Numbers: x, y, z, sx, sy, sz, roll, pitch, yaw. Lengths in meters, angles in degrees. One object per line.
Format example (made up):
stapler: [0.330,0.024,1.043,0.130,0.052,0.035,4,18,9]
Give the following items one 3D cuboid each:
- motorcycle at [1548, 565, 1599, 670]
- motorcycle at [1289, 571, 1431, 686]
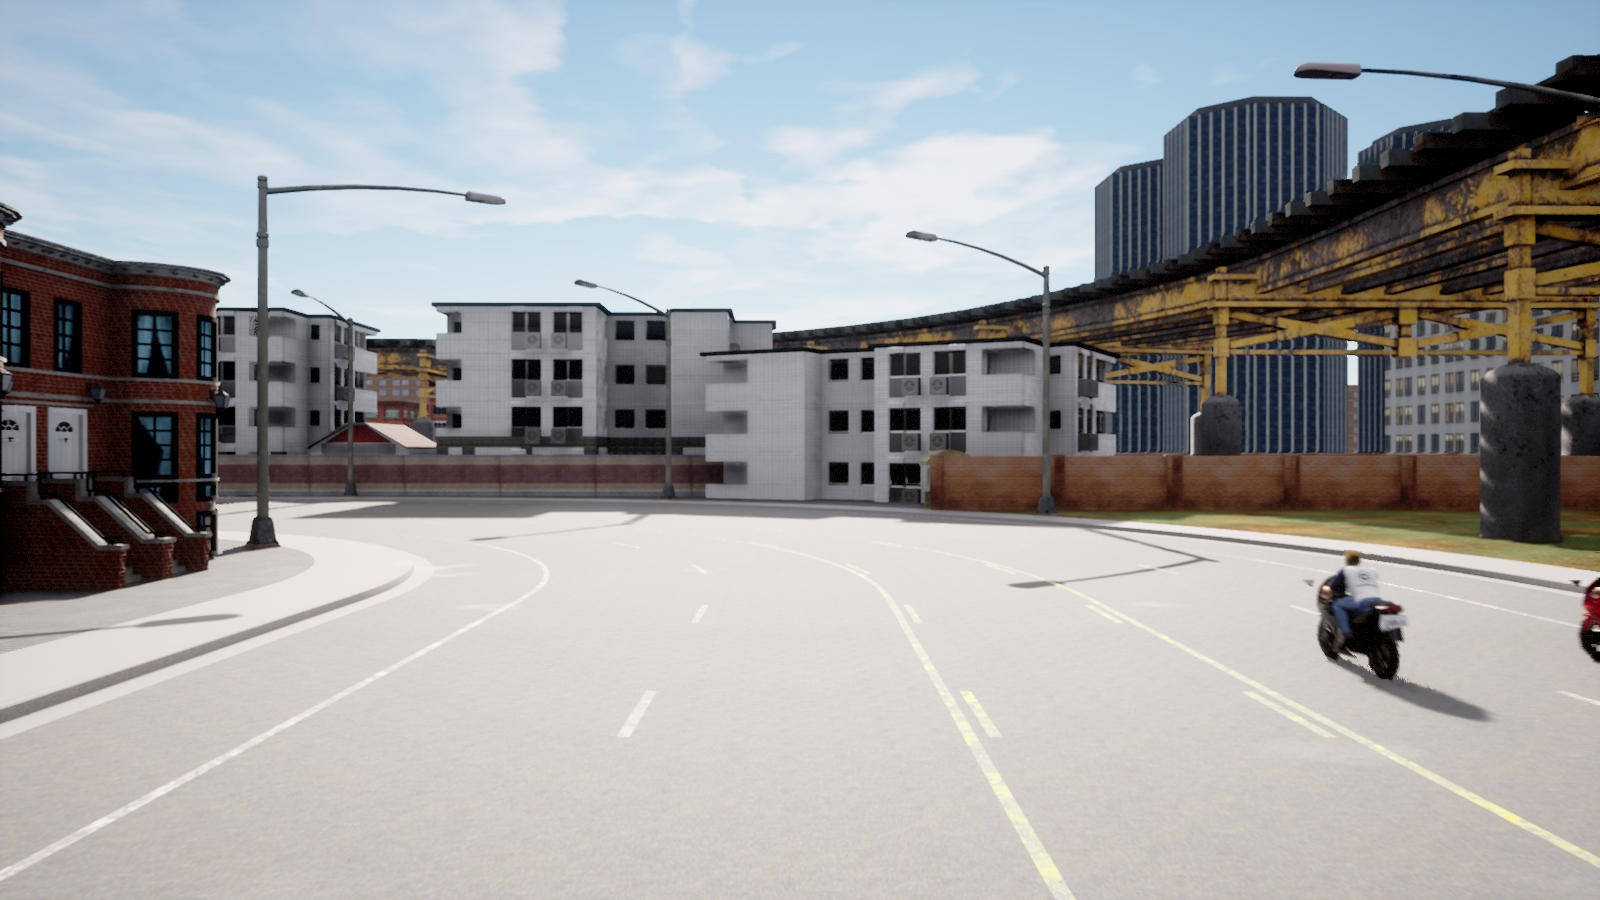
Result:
motorcycle: [10.529,2.170,14.447,0.803,1.224,2.033,0,0,0]
motorcycle: [7.029,2.209,14.474,0.803,1.145,2.033,0,0,0]
